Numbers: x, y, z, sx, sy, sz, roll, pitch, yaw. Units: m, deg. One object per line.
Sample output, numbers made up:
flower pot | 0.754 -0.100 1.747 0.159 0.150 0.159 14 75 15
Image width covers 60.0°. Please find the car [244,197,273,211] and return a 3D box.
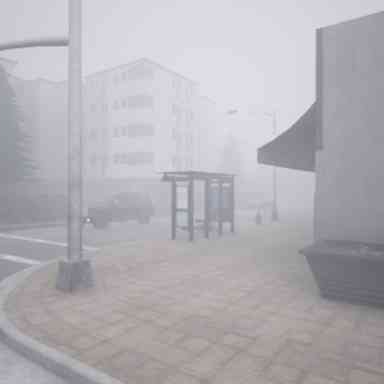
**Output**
car | 7.390 1.316 36.535 1.812 1.442 4.674 0 0 36

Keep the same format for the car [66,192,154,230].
car | -4.642 1.011 19.861 2.150 2.045 5.566 0 0 36
